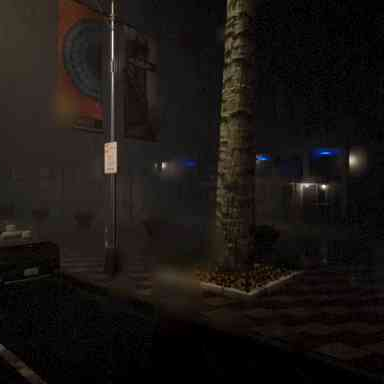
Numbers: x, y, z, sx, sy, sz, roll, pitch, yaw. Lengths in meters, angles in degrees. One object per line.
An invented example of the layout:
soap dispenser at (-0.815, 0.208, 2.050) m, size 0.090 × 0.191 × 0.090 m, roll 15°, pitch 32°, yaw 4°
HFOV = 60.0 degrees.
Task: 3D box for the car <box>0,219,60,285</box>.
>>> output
car at (-5.303, 1.481, 8.914) m, size 4.892 × 1.521 × 2.231 m, roll 0°, pitch 0°, yaw 42°
